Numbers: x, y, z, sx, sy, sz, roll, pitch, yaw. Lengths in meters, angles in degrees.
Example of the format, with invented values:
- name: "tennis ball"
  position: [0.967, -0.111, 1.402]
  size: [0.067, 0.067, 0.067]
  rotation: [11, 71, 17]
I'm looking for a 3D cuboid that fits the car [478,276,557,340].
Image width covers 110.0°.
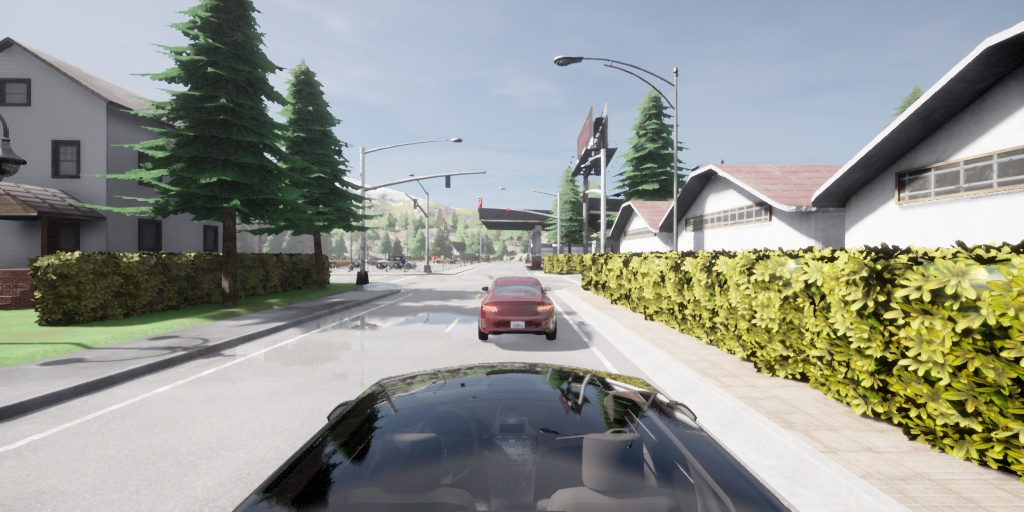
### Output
- name: "car"
  position: [0.128, 1.276, 9.804]
  size: [1.812, 1.442, 4.674]
  rotation: [0, 0, 0]
